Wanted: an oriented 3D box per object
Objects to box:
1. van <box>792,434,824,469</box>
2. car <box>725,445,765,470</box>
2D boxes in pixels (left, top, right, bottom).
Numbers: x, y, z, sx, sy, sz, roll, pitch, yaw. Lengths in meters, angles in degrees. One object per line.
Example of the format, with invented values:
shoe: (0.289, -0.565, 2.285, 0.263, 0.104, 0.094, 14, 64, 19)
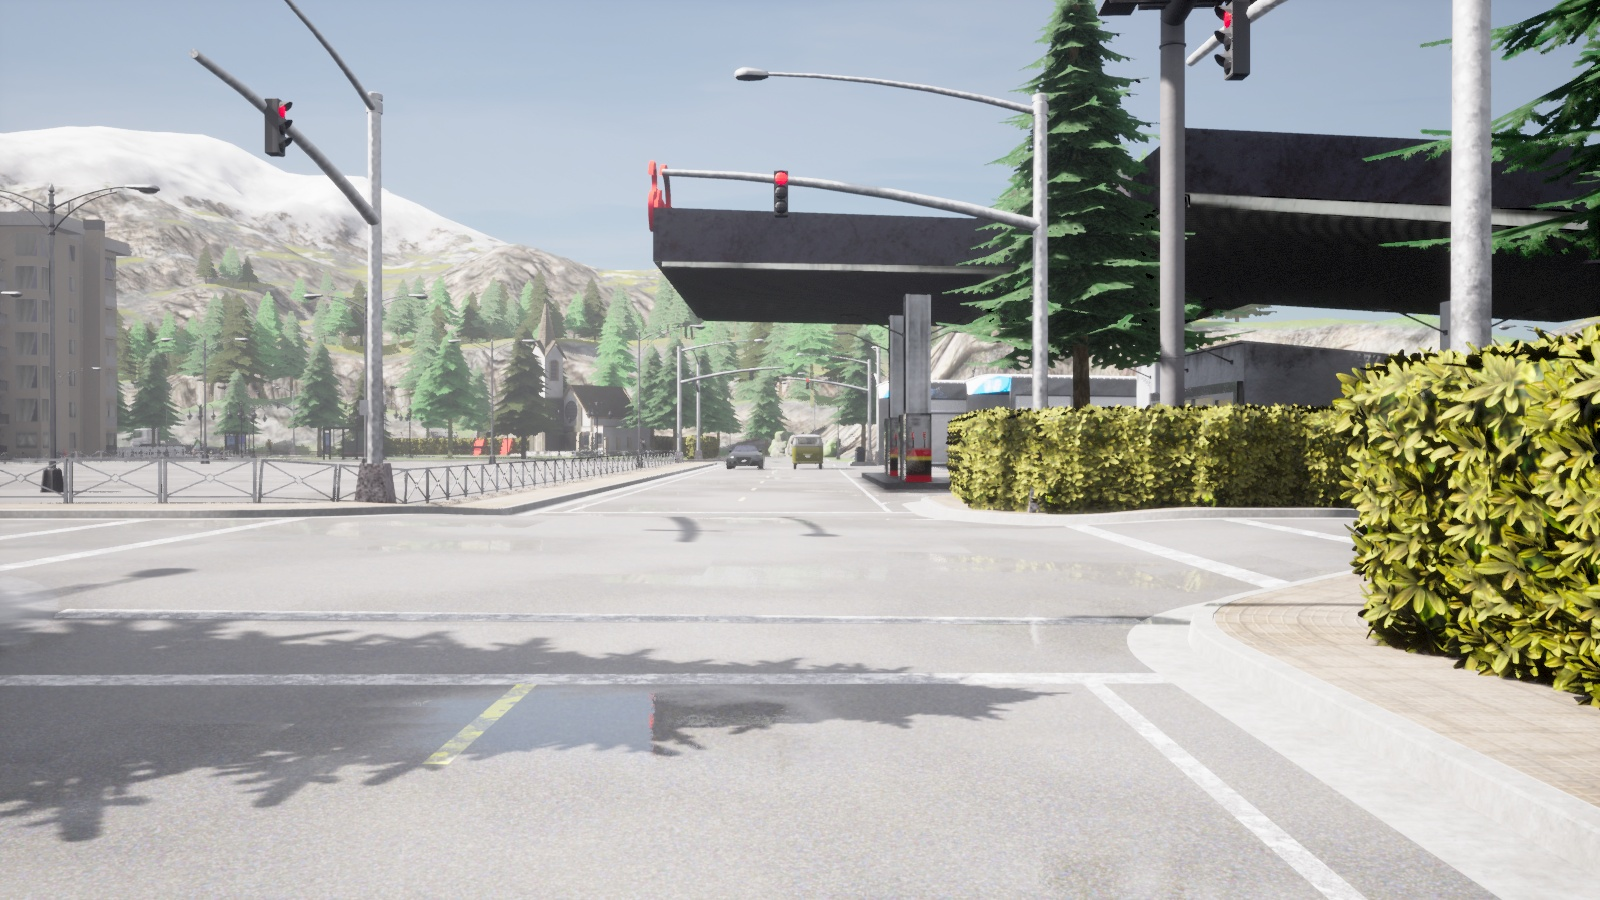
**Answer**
van: (0.449, 0.088, 72.872, 1.775, 1.987, 4.442, 0, 0, 0)
car: (-3.064, 0.408, 70.756, 1.994, 1.385, 4.181, 0, 0, 0)
